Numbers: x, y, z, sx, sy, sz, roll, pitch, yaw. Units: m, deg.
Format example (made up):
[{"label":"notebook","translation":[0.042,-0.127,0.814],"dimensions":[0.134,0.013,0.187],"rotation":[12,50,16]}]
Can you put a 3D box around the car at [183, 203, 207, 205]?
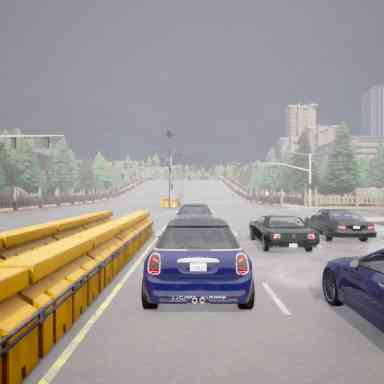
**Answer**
[{"label":"car","translation":[0.133,1.352,16.949],"dimensions":[2.097,1.767,4.553],"rotation":[0,0,0]}]

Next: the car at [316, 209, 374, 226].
[{"label":"car","translation":[7.108,1.547,16.559],"dimensions":[2.033,1.411,5.357],"rotation":[0,0,4]}]

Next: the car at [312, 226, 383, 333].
[{"label":"car","translation":[3.613,1.526,5.044],"dimensions":[1.812,1.442,4.674],"rotation":[0,0,0]}]

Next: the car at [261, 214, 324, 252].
[{"label":"car","translation":[3.624,1.601,13.984],"dimensions":[1.895,1.301,4.718],"rotation":[0,0,1]}]

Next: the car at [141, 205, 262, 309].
[{"label":"car","translation":[0.115,1.352,8.013],"dimensions":[2.097,1.767,4.553],"rotation":[0,0,0]}]
